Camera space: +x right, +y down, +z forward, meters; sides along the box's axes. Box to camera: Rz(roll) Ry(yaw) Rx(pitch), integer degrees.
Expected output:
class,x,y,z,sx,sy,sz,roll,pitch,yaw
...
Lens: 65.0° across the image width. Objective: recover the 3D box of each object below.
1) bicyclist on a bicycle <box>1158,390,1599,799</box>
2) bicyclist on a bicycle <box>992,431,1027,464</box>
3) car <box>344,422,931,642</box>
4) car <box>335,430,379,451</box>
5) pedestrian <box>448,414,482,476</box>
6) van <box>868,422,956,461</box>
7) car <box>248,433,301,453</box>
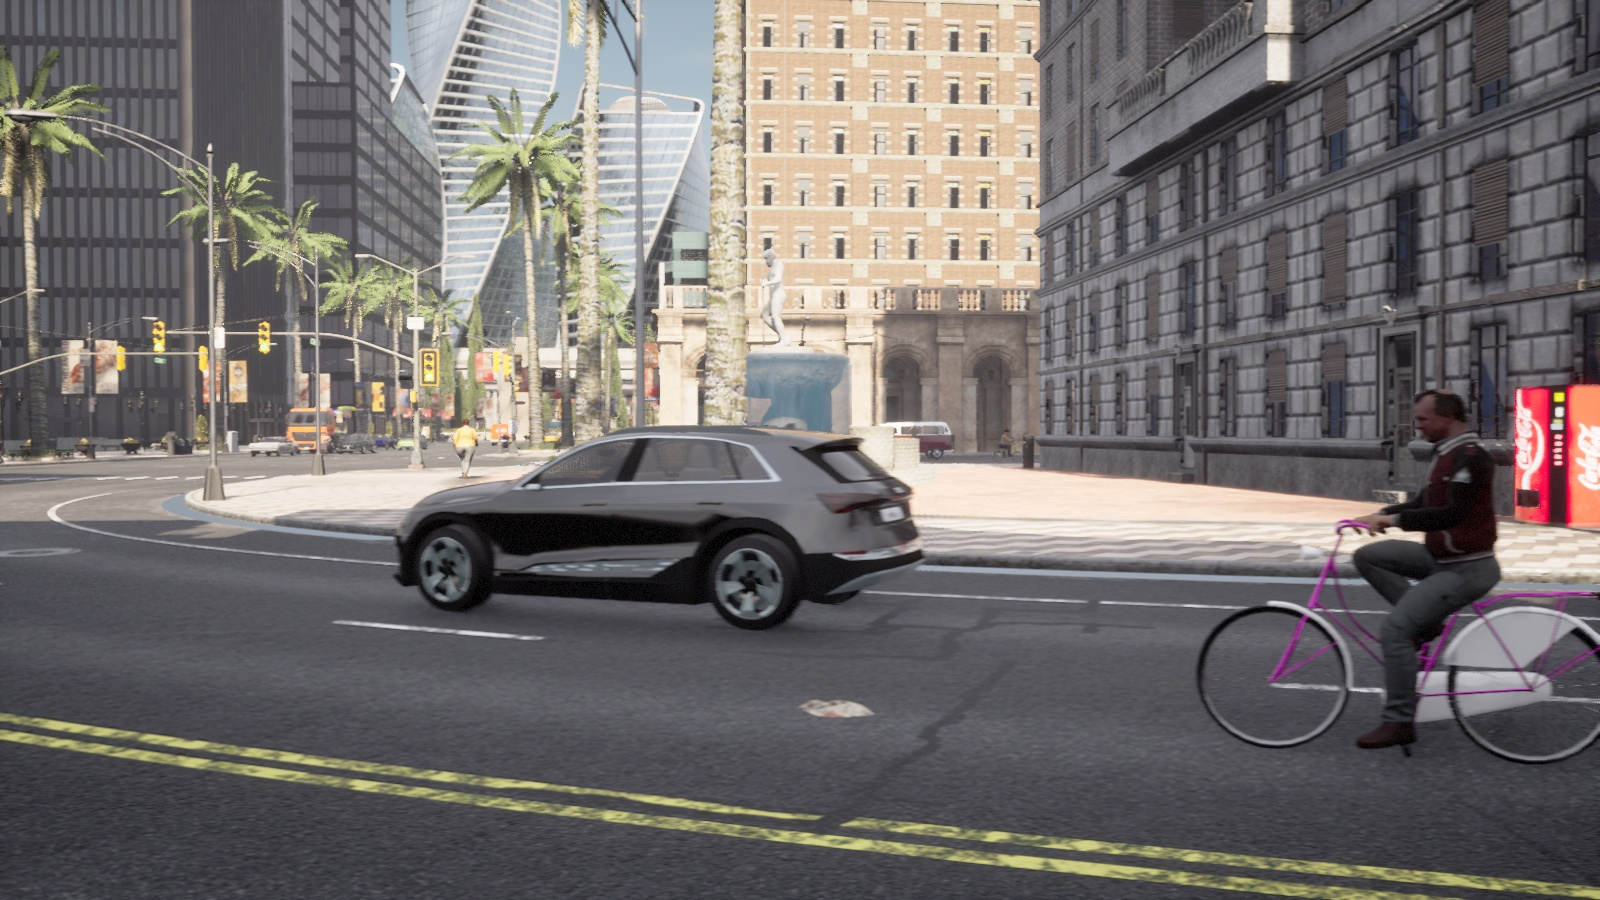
class,x,y,z,sx,sy,sz,roll,pitch,yaw
bicyclist on a bicycle,2.689,0.615,6.027,1.843,1.776,0.659,1,1,16
bicyclist on a bicycle,10.256,-0.139,61.367,1.509,1.612,0.866,0,1,-5
car,-1.458,0.578,11.278,4.856,1.649,2.033,1,1,23
car,-32.032,-0.695,90.991,1.837,1.490,4.892,0,1,-5
pedestrian,-10.177,-0.143,38.173,0.874,1.855,0.900,0,1,-6
van,6.037,-0.471,68.014,4.480,2.038,2.069,0,1,-5
car,-34.919,-0.496,83.592,1.895,1.301,4.718,0,1,-5
